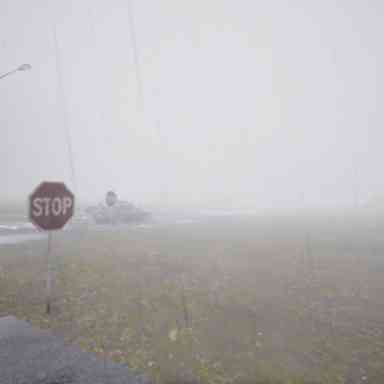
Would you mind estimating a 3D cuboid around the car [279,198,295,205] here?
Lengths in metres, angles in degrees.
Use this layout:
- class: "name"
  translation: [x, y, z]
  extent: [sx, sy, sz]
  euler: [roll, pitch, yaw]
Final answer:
- class: "car"
  translation: [19.821, 1.975, 69.505]
  extent: [1.895, 1.301, 4.718]
  euler: [2, 1, 36]

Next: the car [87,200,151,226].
- class: "car"
  translation: [-4.806, 1.536, 23.323]
  extent: [1.994, 1.385, 4.181]
  euler: [2, 1, 36]

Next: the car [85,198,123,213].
- class: "car"
  translation: [-7.655, 1.353, 31.338]
  extent: [1.882, 1.535, 5.008]
  euler: [2, 2, 36]
